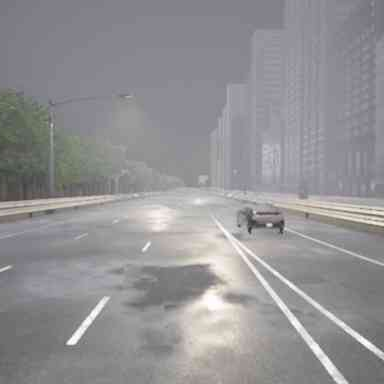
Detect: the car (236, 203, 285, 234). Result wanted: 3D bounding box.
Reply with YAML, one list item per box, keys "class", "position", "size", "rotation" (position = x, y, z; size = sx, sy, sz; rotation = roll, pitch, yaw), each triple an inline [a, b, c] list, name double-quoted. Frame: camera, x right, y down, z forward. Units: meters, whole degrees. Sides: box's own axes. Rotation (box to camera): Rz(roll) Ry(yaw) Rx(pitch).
- class: "car"
  position: [3.605, 1.339, 18.185]
  size: [2.128, 1.511, 4.902]
  rotation: [0, 0, -2]
